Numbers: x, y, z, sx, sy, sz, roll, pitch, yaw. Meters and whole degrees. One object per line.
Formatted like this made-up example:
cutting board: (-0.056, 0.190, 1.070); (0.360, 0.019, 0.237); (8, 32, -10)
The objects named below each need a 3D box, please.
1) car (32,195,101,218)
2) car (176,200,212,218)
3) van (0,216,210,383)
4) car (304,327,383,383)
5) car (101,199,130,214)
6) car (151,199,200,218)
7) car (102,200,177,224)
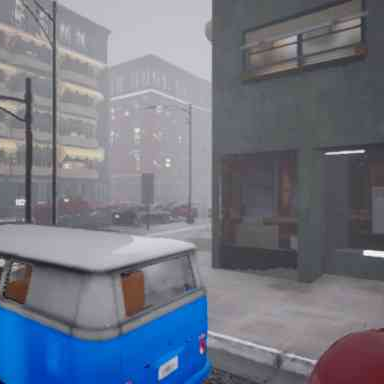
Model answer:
car: (-10.041, 1.177, 26.080); (2.192, 1.841, 5.009); (1, 1, 35)
car: (-0.006, 1.377, 25.798); (1.802, 1.307, 4.206); (1, 1, 35)
van: (-1.723, 1.364, 4.093); (3.998, 1.788, 1.690); (0, 0, 35)
car: (2.778, 1.304, 0.884); (5.009, 1.841, 2.192); (0, 0, 35)
car: (-6.842, 1.327, 30.644); (1.887, 1.381, 4.507); (1, 1, 35)
car: (-1.342, 1.336, 28.404); (1.994, 1.385, 4.181); (0, 1, 35)
car: (-3.206, 1.441, 21.238); (1.947, 1.339, 4.313); (1, 1, 35)
